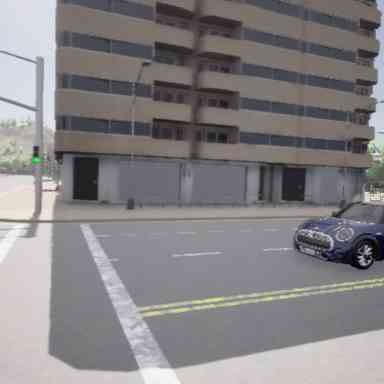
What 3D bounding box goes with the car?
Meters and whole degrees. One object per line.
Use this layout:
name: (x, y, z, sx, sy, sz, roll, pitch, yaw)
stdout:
car: (5.307, 1.056, 9.833, 4.553, 1.767, 2.097, 1, 3, -22)
